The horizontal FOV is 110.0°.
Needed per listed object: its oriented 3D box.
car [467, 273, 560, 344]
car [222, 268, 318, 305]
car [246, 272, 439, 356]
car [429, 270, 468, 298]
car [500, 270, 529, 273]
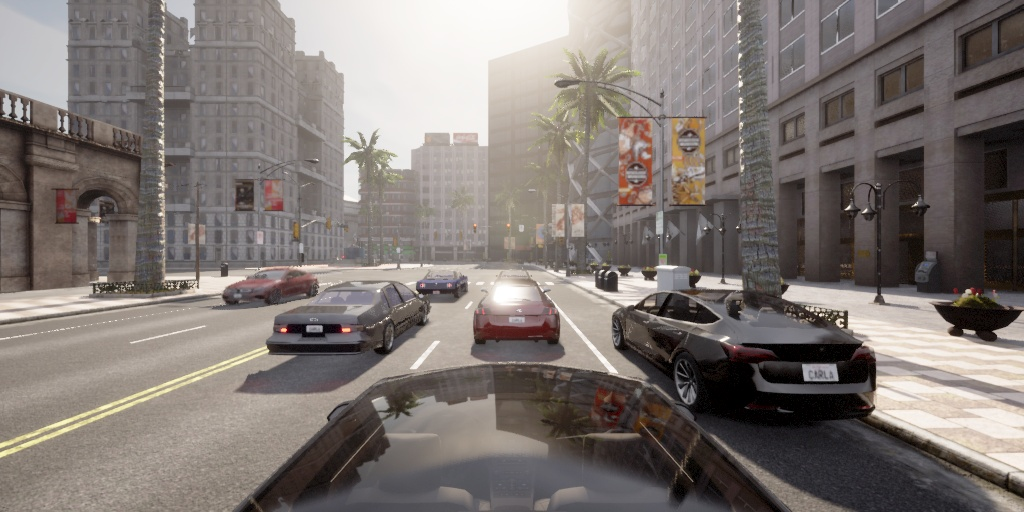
[{"bbox_3d":[0.103,1.315,9.567,1.994,1.385,4.181,0,0,0],"label":"car"},{"bbox_3d":[-10.539,1.277,16.128,1.812,1.442,4.674,0,0,0],"label":"car"},{"bbox_3d":[-3.400,1.298,8.685,2.033,1.411,5.357,0,0,0],"label":"car"},{"bbox_3d":[-3.396,1.353,18.334,1.895,1.301,4.718,0,0,0],"label":"car"},{"bbox_3d":[0.105,1.353,18.374,1.895,1.301,4.718,0,0,0],"label":"car"}]
